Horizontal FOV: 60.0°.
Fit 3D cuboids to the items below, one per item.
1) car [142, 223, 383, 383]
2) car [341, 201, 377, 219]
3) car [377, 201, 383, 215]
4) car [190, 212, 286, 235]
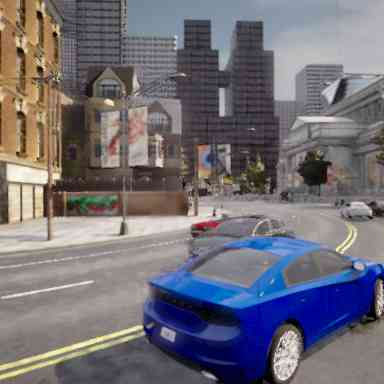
[{"bbox_3d":[1.551,1.508,5.553,5.008,1.535,1.882,0,0,-42],"label":"car"},{"bbox_3d":[14.709,1.632,29.878,1.812,1.442,4.674,0,0,13],"label":"car"},{"bbox_3d":[18.837,1.631,33.551,1.812,1.442,4.674,0,0,8],"label":"car"},{"bbox_3d":[1.863,1.572,11.171,1.837,1.490,4.892,0,-1,40],"label":"car"}]
